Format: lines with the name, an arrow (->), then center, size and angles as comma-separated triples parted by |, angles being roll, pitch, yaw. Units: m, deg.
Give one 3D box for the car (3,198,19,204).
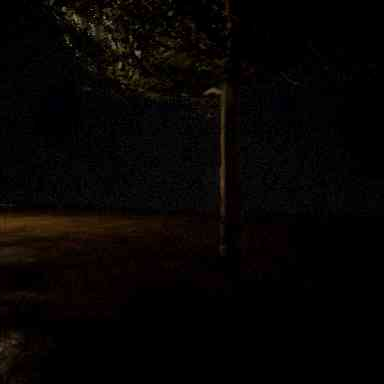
car -> -42.517, 2.111, 78.210 | 1.812, 1.442, 4.674 | 1, -1, 0
